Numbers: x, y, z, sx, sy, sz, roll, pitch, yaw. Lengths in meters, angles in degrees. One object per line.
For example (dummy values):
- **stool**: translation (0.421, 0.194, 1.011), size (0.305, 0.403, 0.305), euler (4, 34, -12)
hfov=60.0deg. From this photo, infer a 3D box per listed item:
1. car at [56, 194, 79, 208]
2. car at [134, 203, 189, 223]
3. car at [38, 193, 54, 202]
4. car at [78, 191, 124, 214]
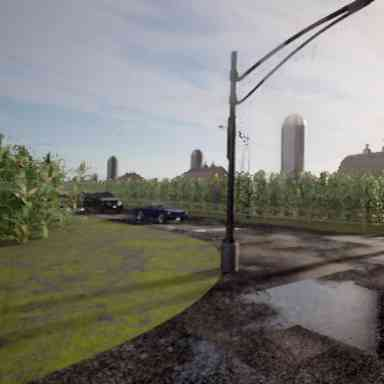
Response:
- **car**: translation (-14.729, 0.990, 40.034), size (2.097, 1.767, 4.553), euler (2, -1, -37)
- **car**: translation (-2.241, 1.458, 23.829), size (1.895, 1.301, 4.718), euler (2, -1, -38)
- **car**: translation (-27.854, 0.986, 63.372), size (1.837, 1.490, 4.892), euler (2, -1, -37)
- **car**: translation (-8.627, 0.964, 32.083), size (2.150, 2.045, 5.566), euler (2, -1, -38)
